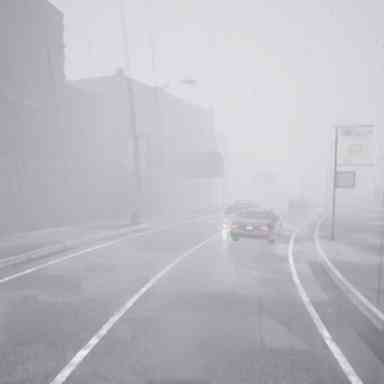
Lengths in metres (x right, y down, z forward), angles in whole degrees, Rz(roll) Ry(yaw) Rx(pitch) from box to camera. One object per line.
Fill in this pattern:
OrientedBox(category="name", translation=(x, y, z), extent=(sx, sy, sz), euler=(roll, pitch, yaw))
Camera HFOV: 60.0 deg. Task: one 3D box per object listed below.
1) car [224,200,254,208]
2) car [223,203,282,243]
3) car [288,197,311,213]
OrientedBox(category="car", translation=(4.209, 1.328, 28.114), extent=(1.895, 1.301, 4.718), euler=(2, 2, 25))
OrientedBox(category="car", translation=(3.192, 1.494, 15.945), extent=(2.033, 1.411, 5.357), euler=(2, 1, 20))
OrientedBox(category="car", translation=(11.293, 1.237, 34.783), extent=(1.882, 1.535, 5.008), euler=(2, 2, 24))
